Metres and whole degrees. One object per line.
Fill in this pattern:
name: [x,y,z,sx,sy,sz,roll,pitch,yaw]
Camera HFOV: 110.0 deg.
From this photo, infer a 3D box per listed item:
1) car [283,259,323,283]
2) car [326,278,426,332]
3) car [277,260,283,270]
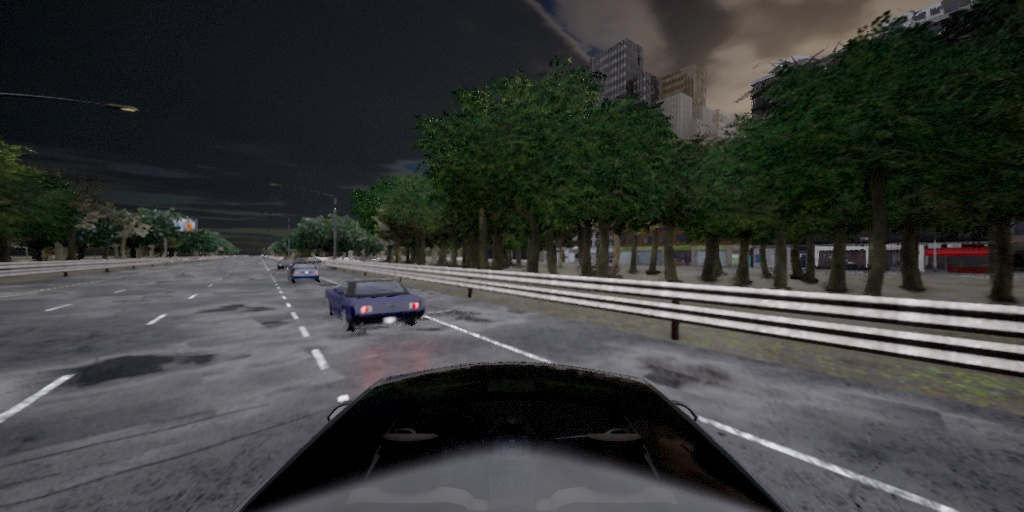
car: [-15.842,1.202,27.208,2.033,1.411,5.357,0,0,-35]
car: [-4.361,1.325,10.904,1.895,1.301,4.718,0,0,-35]
car: [-30.602,1.167,48.598,1.895,1.301,4.718,0,0,-31]
